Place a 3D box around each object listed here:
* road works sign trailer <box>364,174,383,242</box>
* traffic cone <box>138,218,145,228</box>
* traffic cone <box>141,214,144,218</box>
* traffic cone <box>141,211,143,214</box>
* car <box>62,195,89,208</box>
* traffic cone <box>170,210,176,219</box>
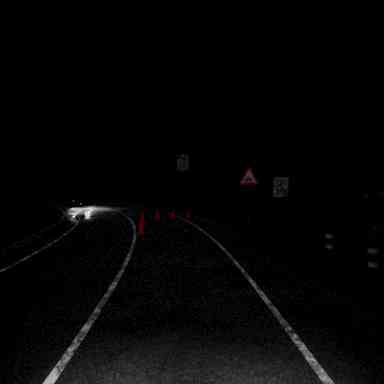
[{"bbox_3d":[7.389,0.813,10.801,2.380,2.880,3.560,43,2,-1],"label":"road works sign trailer"},{"bbox_3d":[-2.416,1.660,15.749,0.340,0.580,0.340,-1,2,-8],"label":"traffic cone"},{"bbox_3d":[-2.690,1.609,17.730,0.340,0.580,0.340,-1,2,-8],"label":"traffic cone"},{"bbox_3d":[-2.964,1.557,19.710,0.340,0.580,0.340,-1,2,-8],"label":"traffic cone"},{"bbox_3d":[-13.231,0.988,37.713,1.895,1.301,4.718,-4,2,-33],"label":"car"},{"bbox_3d":[-1.265,1.452,21.954,0.340,0.580,0.340,-1,2,-7],"label":"traffic cone"}]
